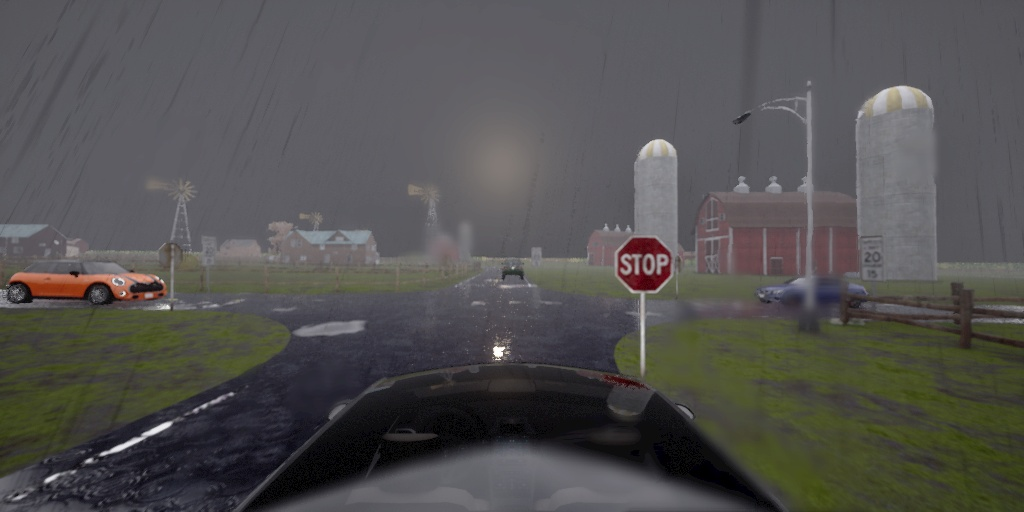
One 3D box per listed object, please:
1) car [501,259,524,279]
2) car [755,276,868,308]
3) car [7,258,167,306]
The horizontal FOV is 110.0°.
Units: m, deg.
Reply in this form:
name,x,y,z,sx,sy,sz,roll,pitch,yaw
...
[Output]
name,x,y,z,sx,sy,sz,roll,pitch,yaw
car,0.084,1.319,37.681,2.150,2.045,5.566,0,-1,0
car,14.409,1.691,17.349,4.674,1.442,1.812,1,-1,0
car,-16.699,0.959,14.295,4.553,1.767,2.097,1,-1,0
